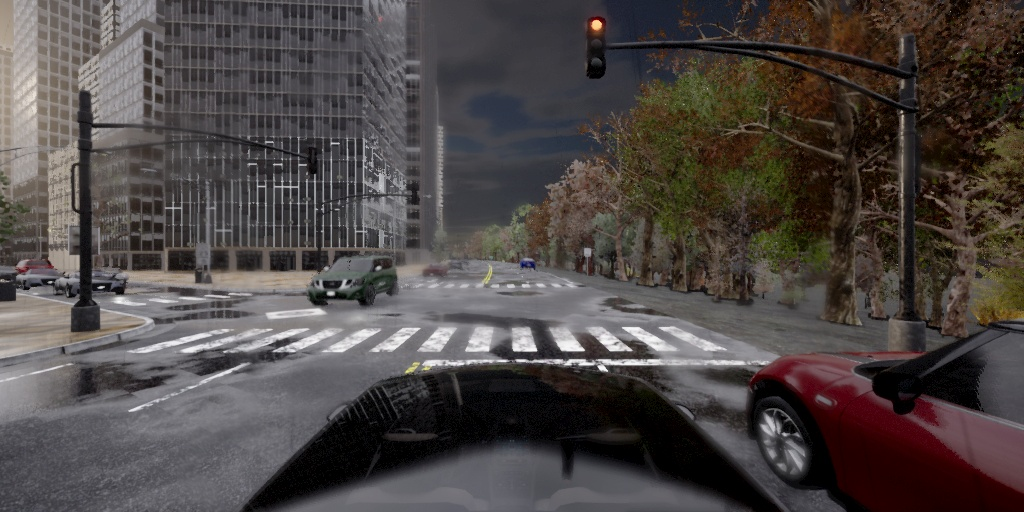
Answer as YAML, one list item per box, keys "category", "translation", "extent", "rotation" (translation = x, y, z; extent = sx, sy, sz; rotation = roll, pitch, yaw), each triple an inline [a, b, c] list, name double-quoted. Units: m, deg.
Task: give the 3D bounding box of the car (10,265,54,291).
- category: "car"
  translation: [-32.130, 1.564, 24.576]
  extent: [4.181, 1.385, 1.994]
  rotation: [0, 0, 29]

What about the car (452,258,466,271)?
- category: "car"
  translation: [-7.956, 1.333, 50.159]
  extent: [1.994, 1.385, 4.181]
  rotation: [0, 0, -3]

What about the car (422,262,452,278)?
- category: "car"
  translation: [-7.245, 1.362, 34.200]
  extent: [1.895, 1.301, 4.718]
  rotation: [0, 0, -2]

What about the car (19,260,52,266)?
- category: "car"
  translation: [-51.878, 1.416, 38.893]
  extent: [5.566, 2.045, 2.150]
  rotation: [0, 0, 29]

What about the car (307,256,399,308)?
- category: "car"
  translation: [-6.770, 1.011, 16.056]
  extent: [2.150, 2.045, 5.566]
  rotation: [-1, 1, -1]

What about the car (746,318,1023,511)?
- category: "car"
  translation: [3.320, 1.070, 1.724]
  extent: [2.097, 1.767, 4.553]
  rotation: [-1, -1, 2]

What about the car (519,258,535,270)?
- category: "car"
  translation: [2.096, 1.017, 49.340]
  extent: [1.882, 1.535, 5.008]
  rotation: [6, 0, -3]

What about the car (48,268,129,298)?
- category: "car"
  translation: [-23.394, 1.491, 19.835]
  extent: [4.181, 1.385, 1.994]
  rotation: [0, 0, 29]

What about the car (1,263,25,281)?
- category: "car"
  translation: [-45.821, 1.628, 32.026]
  extent: [4.892, 1.490, 1.837]
  rotation: [-1, 0, 29]
